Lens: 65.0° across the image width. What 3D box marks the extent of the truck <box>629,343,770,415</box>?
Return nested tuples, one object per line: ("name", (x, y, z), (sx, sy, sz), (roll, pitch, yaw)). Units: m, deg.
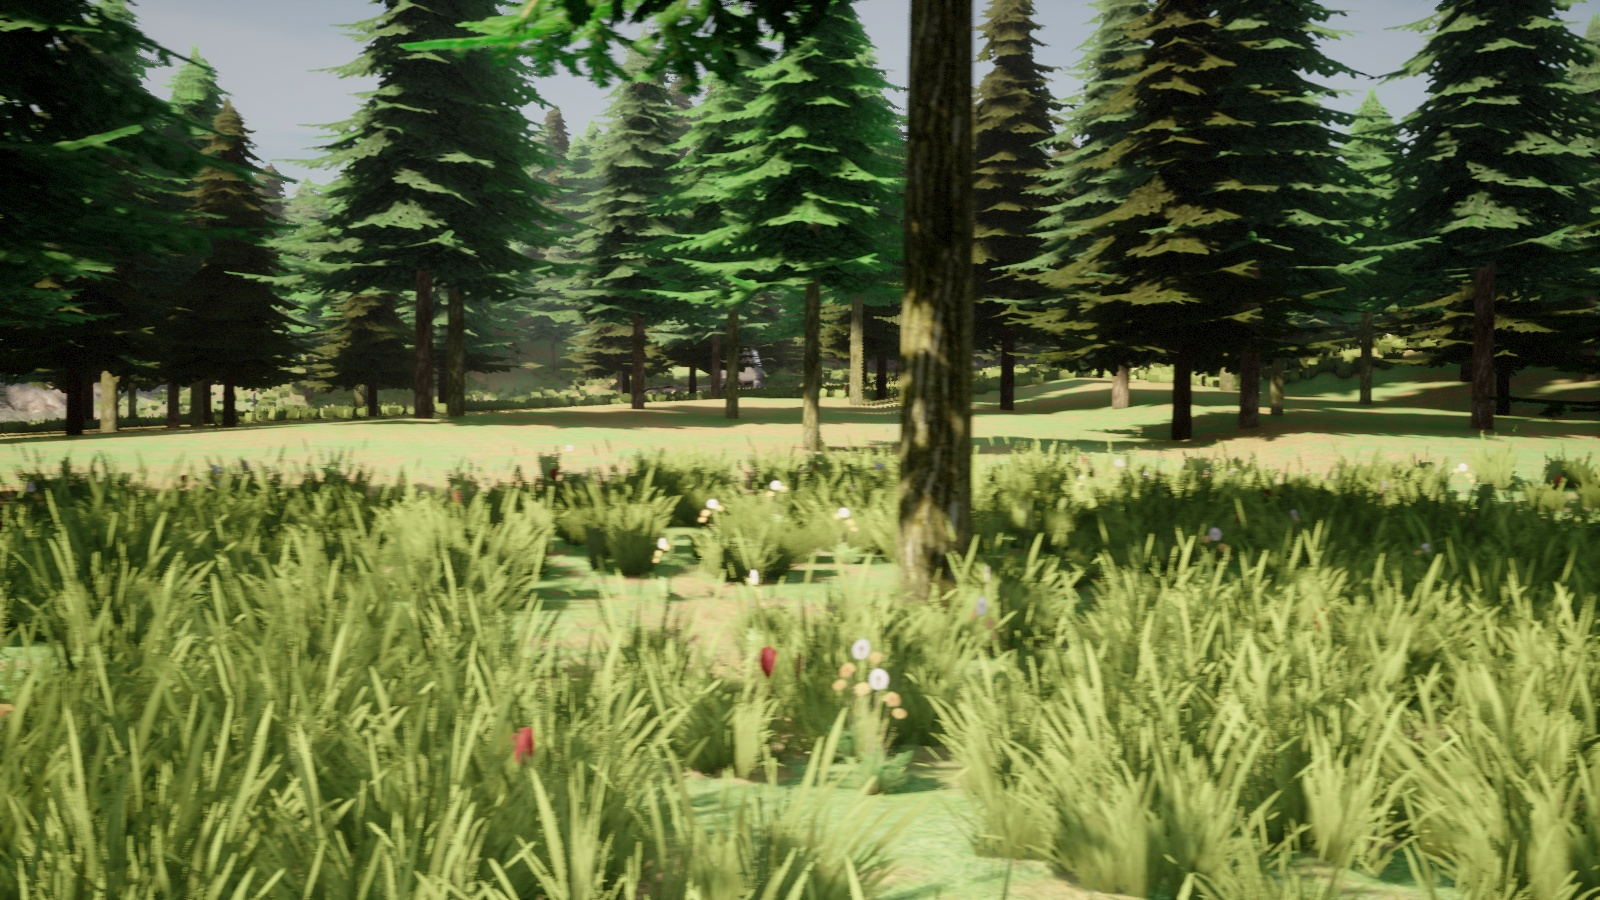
("truck", (-6.118, -4.333, 77.156), (7.936, 3.462, 2.891), (-6, 0, 6))
